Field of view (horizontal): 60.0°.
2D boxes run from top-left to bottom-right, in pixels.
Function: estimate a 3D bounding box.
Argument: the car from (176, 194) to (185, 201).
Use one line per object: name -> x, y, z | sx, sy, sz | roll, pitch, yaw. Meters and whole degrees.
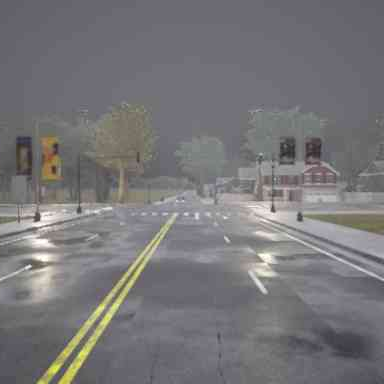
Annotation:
car -> -2.796, 1.291, 81.354 | 1.882, 1.535, 5.008 | 0, 0, 0
